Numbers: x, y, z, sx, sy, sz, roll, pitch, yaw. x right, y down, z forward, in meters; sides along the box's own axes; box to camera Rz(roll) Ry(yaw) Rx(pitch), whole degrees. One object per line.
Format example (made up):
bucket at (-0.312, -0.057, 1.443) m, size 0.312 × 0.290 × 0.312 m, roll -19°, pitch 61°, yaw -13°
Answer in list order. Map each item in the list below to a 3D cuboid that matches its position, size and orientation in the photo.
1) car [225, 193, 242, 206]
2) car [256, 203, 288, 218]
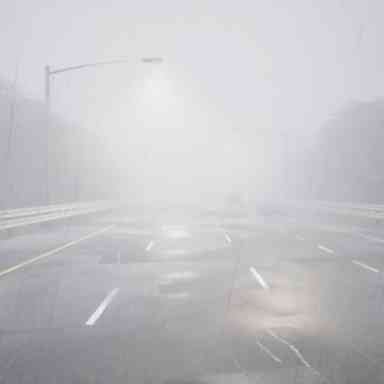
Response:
car at (6.997, 1.260, 55.373) m, size 2.150 × 2.045 × 5.566 m, roll 0°, pitch 0°, yaw 0°
car at (6.999, 1.608, 29.628) m, size 1.895 × 1.301 × 4.718 m, roll 0°, pitch 0°, yaw 0°
